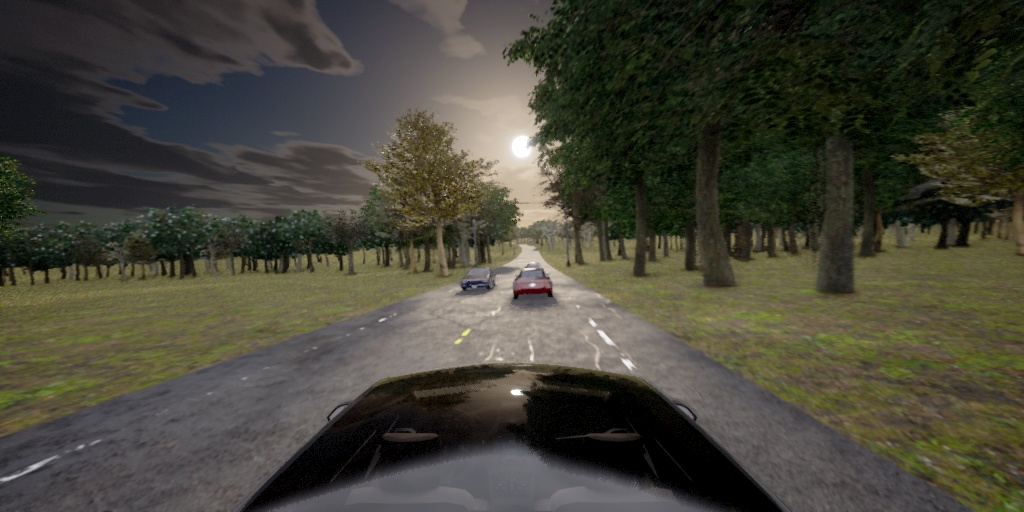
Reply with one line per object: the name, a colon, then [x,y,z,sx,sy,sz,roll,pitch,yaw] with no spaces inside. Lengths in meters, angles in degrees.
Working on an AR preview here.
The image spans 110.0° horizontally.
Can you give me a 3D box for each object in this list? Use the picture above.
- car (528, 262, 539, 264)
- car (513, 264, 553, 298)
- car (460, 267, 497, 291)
car: [2.343,1.372,38.797,1.994,1.385,4.181,-3,0,4]
car: [1.103,1.320,18.774,1.994,1.385,4.181,-3,0,4]
car: [-2.131,1.490,24.335,2.033,1.411,5.357,-3,0,3]
